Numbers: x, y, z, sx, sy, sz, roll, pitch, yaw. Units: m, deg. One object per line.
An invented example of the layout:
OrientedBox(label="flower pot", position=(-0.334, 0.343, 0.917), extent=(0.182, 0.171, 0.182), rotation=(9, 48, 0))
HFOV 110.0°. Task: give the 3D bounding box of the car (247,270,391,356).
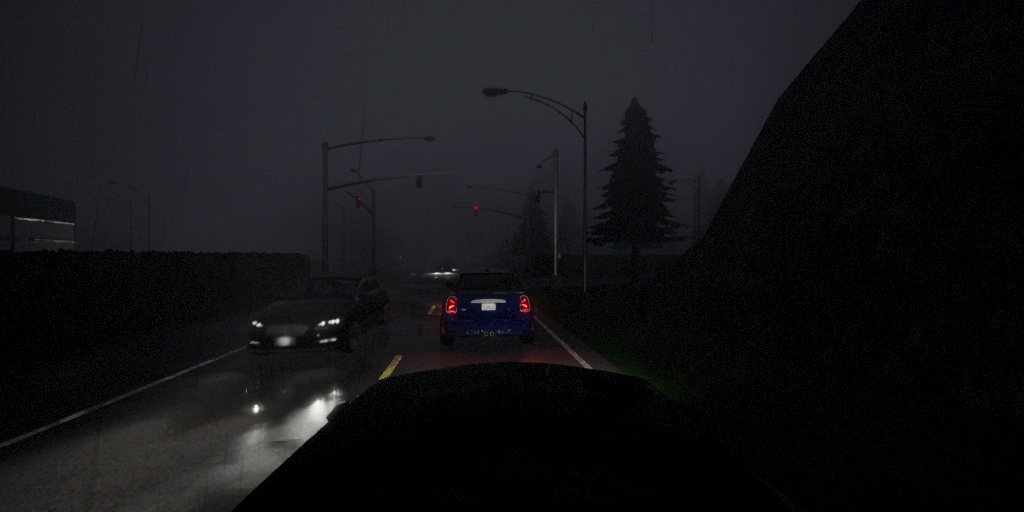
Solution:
OrientedBox(label="car", position=(-4.302, 1.241, 8.778), extent=(2.128, 1.511, 4.902), rotation=(0, 0, -7))

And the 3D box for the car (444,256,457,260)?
OrientedBox(label="car", position=(-10.050, 0.971, 57.591), extent=(2.150, 2.045, 5.566), rotation=(0, 0, -7))

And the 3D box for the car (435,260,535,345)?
OrientedBox(label="car", position=(-0.730, 1.102, 9.739), extent=(2.097, 1.767, 4.553), rotation=(0, 0, -6))

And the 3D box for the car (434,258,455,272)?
OrientedBox(label="car", position=(-8.553, 1.313, 44.818), extent=(1.994, 1.385, 4.181), rotation=(0, 0, -7))
